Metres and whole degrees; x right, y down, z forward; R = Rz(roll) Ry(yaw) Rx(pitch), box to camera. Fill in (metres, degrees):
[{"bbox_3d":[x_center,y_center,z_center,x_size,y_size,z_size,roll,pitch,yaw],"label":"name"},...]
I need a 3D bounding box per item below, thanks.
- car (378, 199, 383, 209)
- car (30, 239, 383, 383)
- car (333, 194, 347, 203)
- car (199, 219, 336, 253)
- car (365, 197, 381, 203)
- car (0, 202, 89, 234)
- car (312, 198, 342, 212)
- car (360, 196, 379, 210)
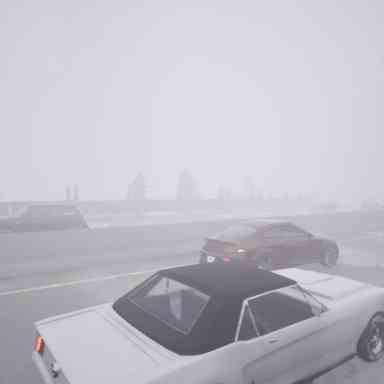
[{"bbox_3d":[22.652,1.682,37.333,1.895,1.301,4.718,0,0,39],"label":"car"},{"bbox_3d":[0.678,1.601,4.230,4.718,1.301,1.895,0,0,-36],"label":"car"},{"bbox_3d":[34.397,1.503,77.652,2.150,2.045,5.566,0,0,13],"label":"car"},{"bbox_3d":[2.351,1.530,9.722,4.674,1.442,1.812,0,0,-36],"label":"car"},{"bbox_3d":[41.128,1.800,75.612,1.837,1.490,4.892,0,0,13],"label":"car"},{"bbox_3d":[-7.419,1.352,15.913,4.553,1.767,2.097,0,0,-36],"label":"car"},{"bbox_3d":[16.278,1.680,40.581,1.895,1.301,4.718,0,0,40],"label":"car"},{"bbox_3d":[24.278,1.664,45.330,2.033,1.411,5.357,0,0,35],"label":"car"}]
